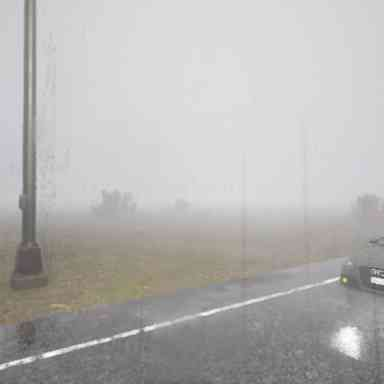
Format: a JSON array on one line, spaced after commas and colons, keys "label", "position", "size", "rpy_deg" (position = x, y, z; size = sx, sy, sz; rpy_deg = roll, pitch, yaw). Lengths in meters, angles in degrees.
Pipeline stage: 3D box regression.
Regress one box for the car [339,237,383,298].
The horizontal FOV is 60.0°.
[{"label": "car", "position": [5.342, 1.606, 7.795], "size": [4.181, 1.385, 1.994], "rpy_deg": [0, 0, -35]}]
